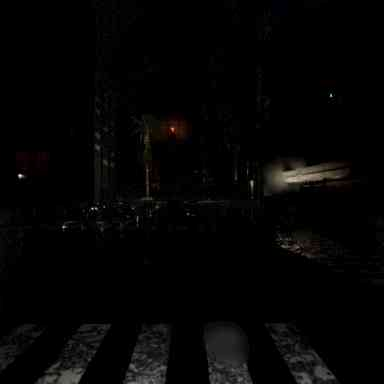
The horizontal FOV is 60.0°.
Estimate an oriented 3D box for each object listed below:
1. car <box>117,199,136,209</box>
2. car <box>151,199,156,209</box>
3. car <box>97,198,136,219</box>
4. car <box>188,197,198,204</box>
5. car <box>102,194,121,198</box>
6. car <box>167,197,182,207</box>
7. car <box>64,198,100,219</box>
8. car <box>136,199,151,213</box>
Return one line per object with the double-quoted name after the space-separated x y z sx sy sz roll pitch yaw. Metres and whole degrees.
-9.744 1.701 49.754 1.994 1.385 4.181 0 0 0 "car"
-6.500 1.734 48.939 1.895 1.301 4.718 0 0 0 "car"
-6.547 1.543 29.583 1.882 1.535 5.008 0 0 0 "car"
0.232 1.790 69.812 1.994 1.385 4.181 0 0 0 "car"
-9.780 1.319 39.793 2.150 2.045 5.566 0 0 0 "car"
-3.048 1.689 55.736 1.812 1.442 4.674 0 0 0 "car"
-9.793 1.543 29.847 1.882 1.535 5.008 0 0 0 "car"
-6.528 1.587 39.051 2.128 1.511 4.902 0 0 0 "car"
